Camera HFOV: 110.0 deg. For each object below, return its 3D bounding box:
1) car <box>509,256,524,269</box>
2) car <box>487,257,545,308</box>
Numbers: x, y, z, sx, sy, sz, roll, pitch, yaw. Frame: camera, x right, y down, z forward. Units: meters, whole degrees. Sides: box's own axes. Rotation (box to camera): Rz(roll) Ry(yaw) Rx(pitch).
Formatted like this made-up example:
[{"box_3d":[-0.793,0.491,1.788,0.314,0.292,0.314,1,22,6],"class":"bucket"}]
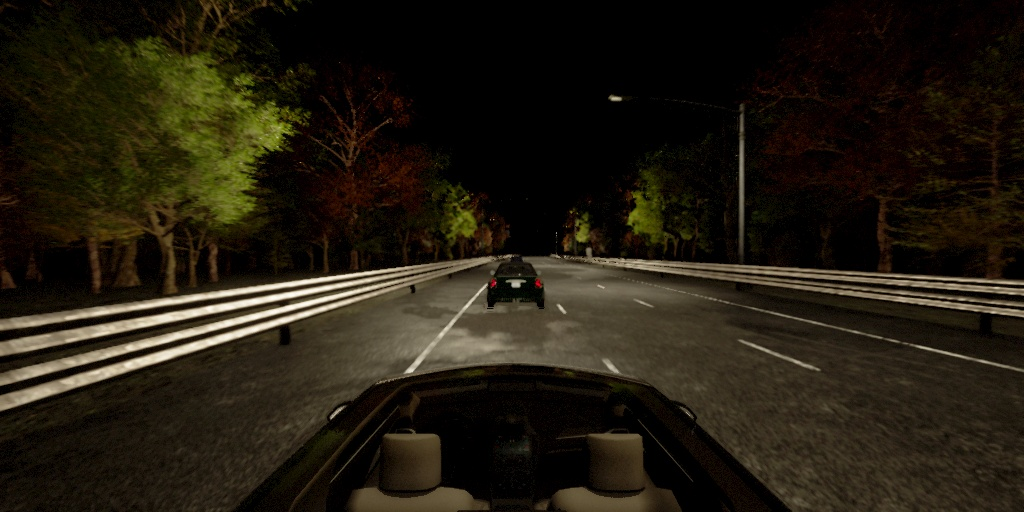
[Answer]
[{"box_3d":[0.599,0.856,47.399,1.882,1.535,5.008,0,0,1],"class":"car"},{"box_3d":[0.150,0.998,14.603,2.097,1.767,4.553,0,0,0],"class":"car"}]
